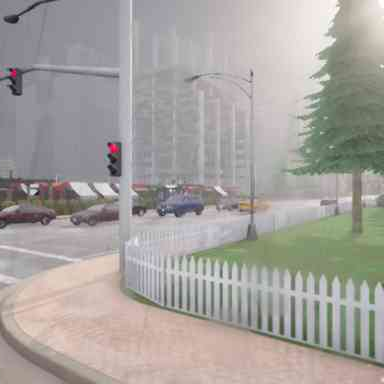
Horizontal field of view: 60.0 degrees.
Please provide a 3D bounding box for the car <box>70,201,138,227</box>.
[{"bbox_3d":[-6.300,1.540,23.459,1.812,1.442,4.674,0,0,34],"label":"car"}]

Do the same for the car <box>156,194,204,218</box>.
[{"bbox_3d":[-0.990,1.236,31.378,2.150,2.045,5.566,0,0,34],"label":"car"}]

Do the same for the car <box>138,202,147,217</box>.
[{"bbox_3d":[-6.196,1.494,29.914,1.882,1.535,5.008,0,0,34],"label":"car"}]

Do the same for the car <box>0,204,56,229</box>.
[{"bbox_3d":[-11.416,1.542,22.169,1.812,1.442,4.674,0,0,36],"label":"car"}]

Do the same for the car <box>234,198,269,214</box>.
[{"bbox_3d":[6.859,1.489,36.412,1.882,1.535,5.008,0,0,34],"label":"car"}]

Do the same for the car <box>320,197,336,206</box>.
[{"bbox_3d":[21.080,1.535,51.264,1.812,1.442,4.674,0,0,34],"label":"car"}]

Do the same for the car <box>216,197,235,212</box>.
[{"bbox_3d":[4.645,1.506,39.718,2.128,1.511,4.902,0,0,34],"label":"car"}]

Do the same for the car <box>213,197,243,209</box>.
[{"bbox_3d":[5.159,1.509,46.696,2.128,1.511,4.902,0,0,34],"label":"car"}]
